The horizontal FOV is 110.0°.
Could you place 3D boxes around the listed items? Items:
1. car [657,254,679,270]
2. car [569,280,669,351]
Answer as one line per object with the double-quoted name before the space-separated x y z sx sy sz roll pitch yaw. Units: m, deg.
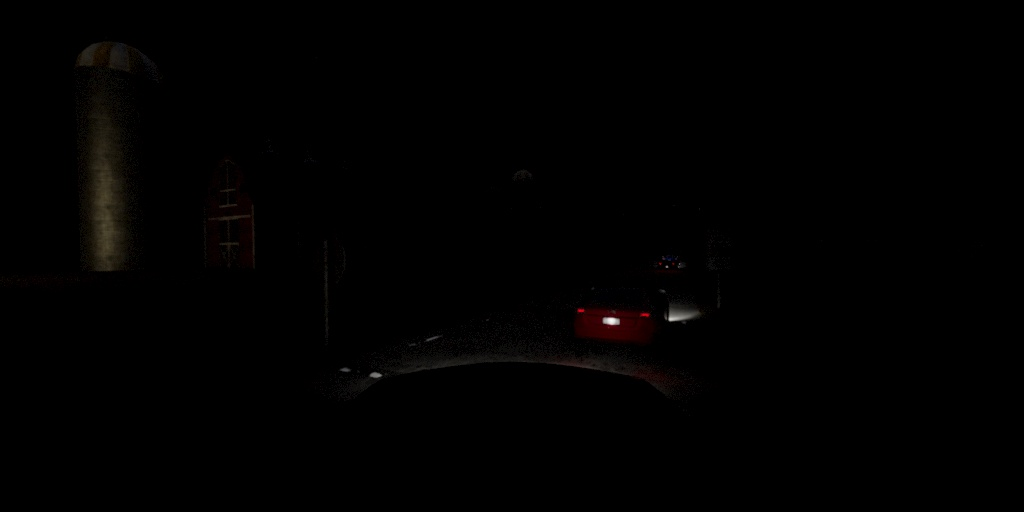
"car" 16.548 0.757 38.055 1.895 1.301 4.718 0 1 26
"car" 2.889 1.300 9.167 1.994 1.385 4.181 0 0 25
